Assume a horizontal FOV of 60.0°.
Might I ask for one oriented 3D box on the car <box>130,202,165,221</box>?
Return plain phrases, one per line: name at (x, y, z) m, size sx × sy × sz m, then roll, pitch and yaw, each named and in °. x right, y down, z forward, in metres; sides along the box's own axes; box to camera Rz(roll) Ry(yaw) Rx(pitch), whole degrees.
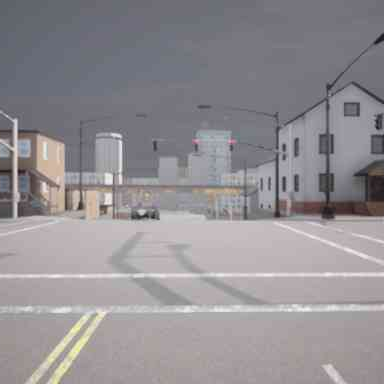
car at (-3.658, 1.515, 26.568) m, size 2.128 × 1.511 × 4.902 m, roll 0°, pitch -5°, yaw 0°
